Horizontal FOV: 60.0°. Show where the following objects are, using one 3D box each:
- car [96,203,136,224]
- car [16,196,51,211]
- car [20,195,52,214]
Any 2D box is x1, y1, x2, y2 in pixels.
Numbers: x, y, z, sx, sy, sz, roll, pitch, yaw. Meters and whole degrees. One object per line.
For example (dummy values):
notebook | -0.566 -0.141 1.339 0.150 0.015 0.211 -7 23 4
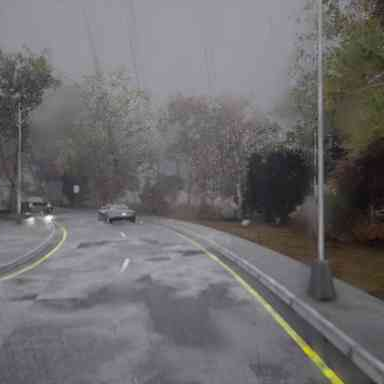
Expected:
car | -5.663 1.482 24.453 1.994 1.385 4.181 0 0 -30
car | -17.850 1.224 37.366 4.181 1.385 1.994 2 1 39
car | -15.001 1.152 31.277 4.553 1.767 2.097 2 1 45
